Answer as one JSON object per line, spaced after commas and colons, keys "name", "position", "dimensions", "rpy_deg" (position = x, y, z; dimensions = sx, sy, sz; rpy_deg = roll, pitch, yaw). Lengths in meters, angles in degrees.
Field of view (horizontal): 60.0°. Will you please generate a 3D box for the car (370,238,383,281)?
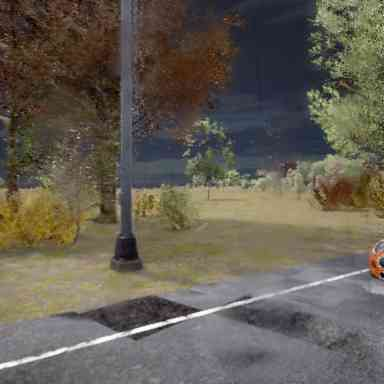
{"name": "car", "position": [6.572, 1.339, 8.506], "dimensions": [4.553, 1.767, 2.097], "rpy_deg": [0, 0, -34]}
